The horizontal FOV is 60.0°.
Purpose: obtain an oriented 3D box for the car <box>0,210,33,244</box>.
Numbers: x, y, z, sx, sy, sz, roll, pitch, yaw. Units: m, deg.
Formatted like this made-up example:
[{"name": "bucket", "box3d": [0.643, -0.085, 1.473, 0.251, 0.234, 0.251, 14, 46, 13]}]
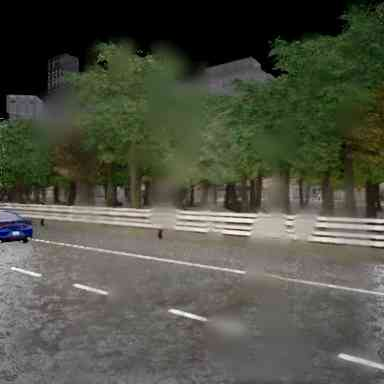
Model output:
[{"name": "car", "box3d": [-8.967, 1.494, 14.587, 5.008, 1.535, 1.882, 0, 0, 36]}]
